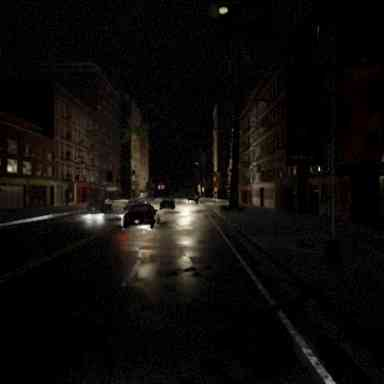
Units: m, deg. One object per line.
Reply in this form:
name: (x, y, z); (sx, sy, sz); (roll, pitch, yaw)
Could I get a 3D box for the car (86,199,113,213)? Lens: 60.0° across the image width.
car: (-9.860, 1.469, 35.792); (2.128, 1.511, 4.902); (0, 0, 0)

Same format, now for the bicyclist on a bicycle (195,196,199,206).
bicyclist on a bicycle: (0.867, 1.470, 52.011); (0.582, 1.620, 1.656); (0, -1, 0)

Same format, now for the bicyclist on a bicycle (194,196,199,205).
bicyclist on a bicycle: (0.859, 1.488, 61.676); (0.866, 1.612, 1.509); (0, 0, 0)

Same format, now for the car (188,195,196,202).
car: (-0.044, 1.692, 83.440); (1.994, 1.385, 4.181); (0, 0, 0)

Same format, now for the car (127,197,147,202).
car: (-6.609, 1.580, 37.946); (1.895, 1.301, 4.718); (0, 0, 0)

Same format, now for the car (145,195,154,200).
car: (-9.792, 1.370, 77.236); (1.882, 1.535, 5.008); (0, 0, 0)

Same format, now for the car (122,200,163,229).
car: (-3.161, 1.496, 21.344); (1.812, 1.442, 4.674); (0, 0, 0)

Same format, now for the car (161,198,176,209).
car: (-3.173, 1.483, 43.859); (2.128, 1.511, 4.902); (0, 0, 0)
